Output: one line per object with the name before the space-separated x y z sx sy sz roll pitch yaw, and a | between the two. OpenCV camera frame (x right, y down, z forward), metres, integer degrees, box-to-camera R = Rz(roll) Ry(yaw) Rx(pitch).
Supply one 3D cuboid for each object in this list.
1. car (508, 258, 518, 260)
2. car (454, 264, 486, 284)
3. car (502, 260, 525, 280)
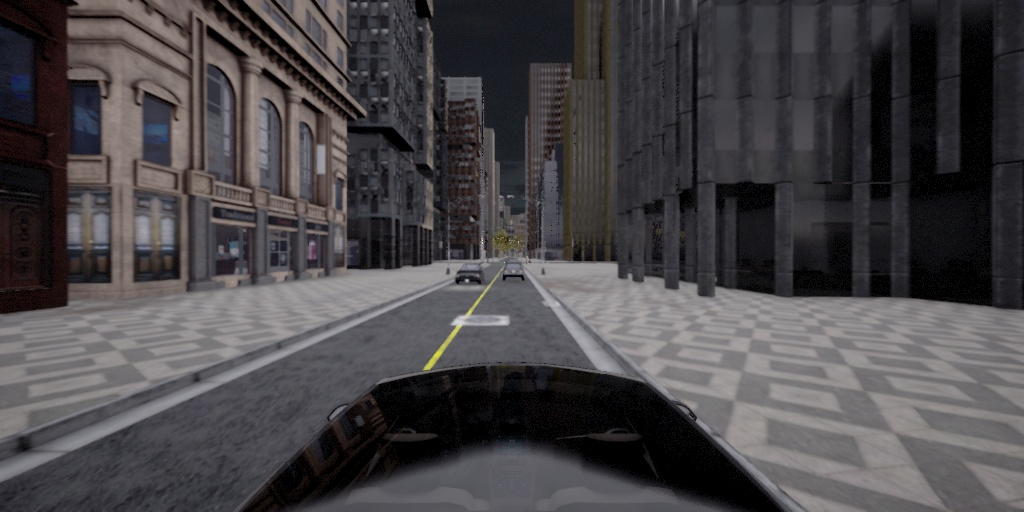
car | 0.132 1.063 49.797 2.097 1.767 4.553 0 0 0
car | -2.994 1.280 26.674 2.033 1.411 5.357 0 0 0
car | 0.121 1.279 30.552 2.033 1.411 5.357 0 0 0
